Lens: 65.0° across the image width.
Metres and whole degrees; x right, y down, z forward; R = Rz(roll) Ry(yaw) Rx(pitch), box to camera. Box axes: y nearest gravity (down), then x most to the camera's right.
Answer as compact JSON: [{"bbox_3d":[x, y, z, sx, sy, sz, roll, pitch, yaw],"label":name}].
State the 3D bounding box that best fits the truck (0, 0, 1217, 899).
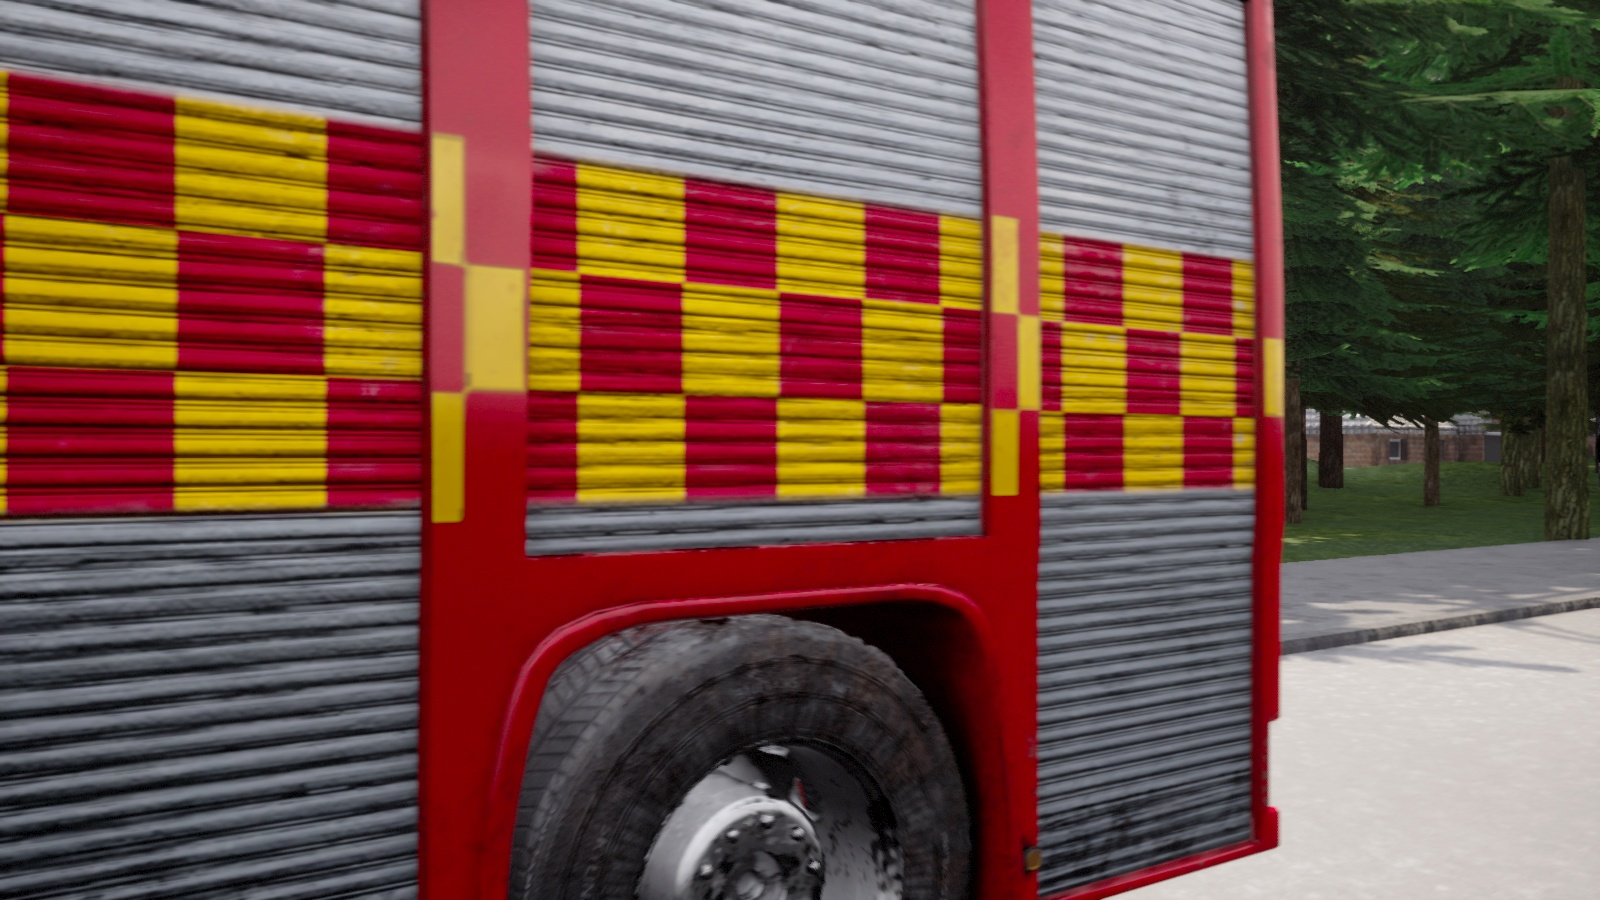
[{"bbox_3d":[-3.227,-0.408,2.028,8.468,3.827,2.891,0,0,-35],"label":"truck"}]
